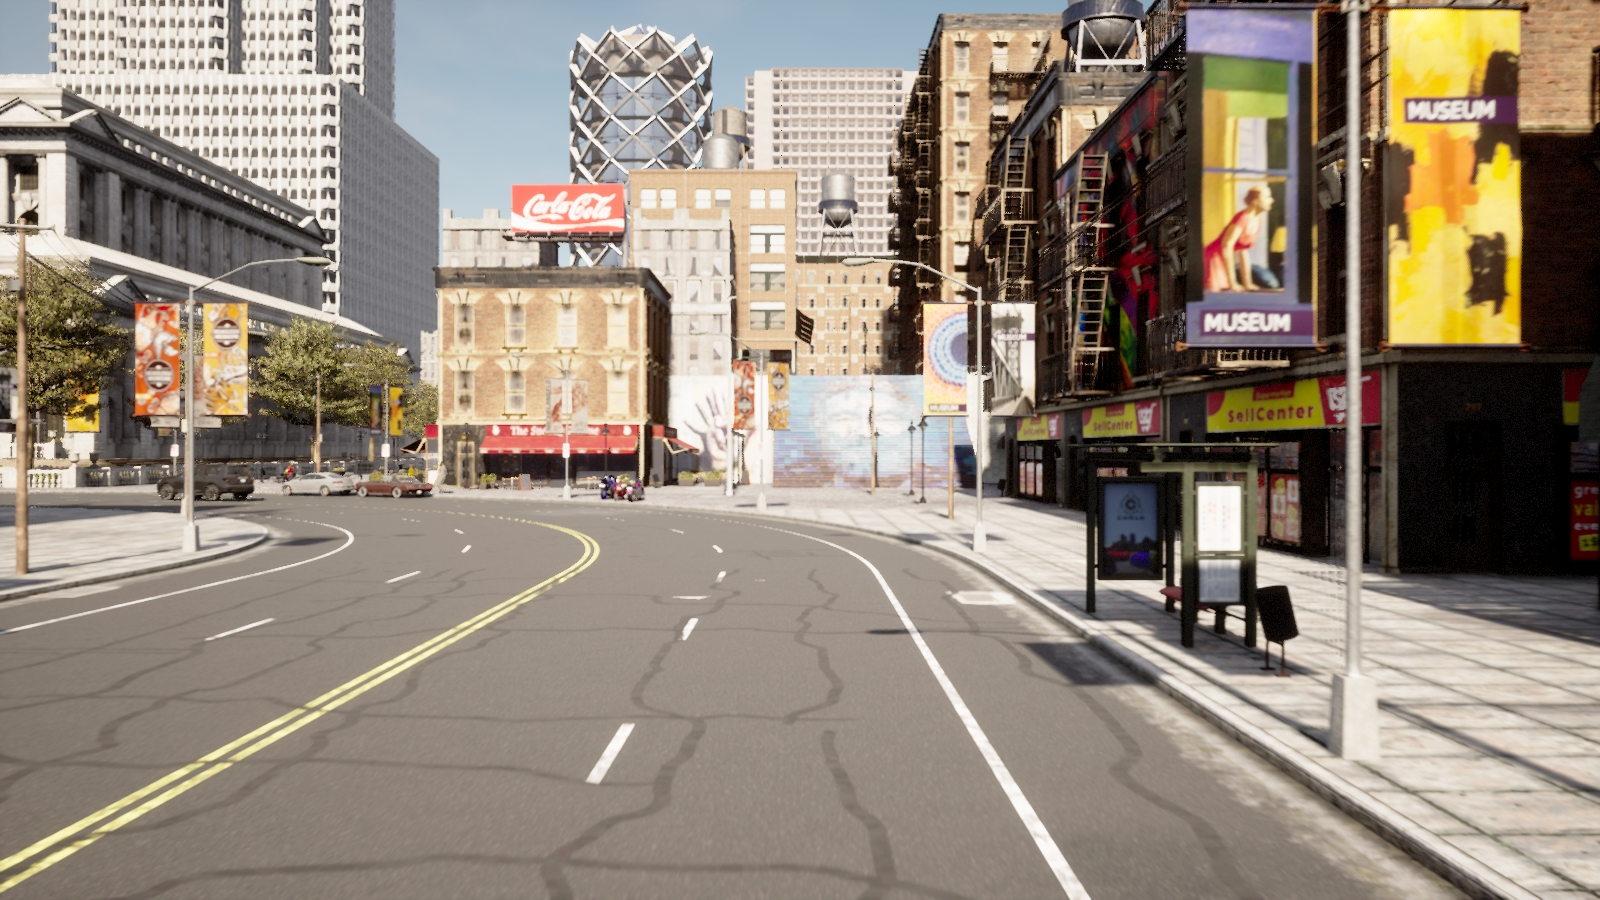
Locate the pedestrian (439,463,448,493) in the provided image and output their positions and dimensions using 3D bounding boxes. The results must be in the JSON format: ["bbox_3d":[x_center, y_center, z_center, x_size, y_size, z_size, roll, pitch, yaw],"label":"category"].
[{"bbox_3d":[-21.616,1.696,69.292,0.375,1.860,0.375,0,0,20],"label":"pedestrian"}]

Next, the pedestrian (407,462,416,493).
[{"bbox_3d":[-24.046,1.696,70.780,0.375,1.860,0.375,0,0,18],"label":"pedestrian"}]

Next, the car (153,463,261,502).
[{"bbox_3d":[-32.955,1.780,63.472,5.566,2.045,2.150,0,0,20],"label":"car"}]
